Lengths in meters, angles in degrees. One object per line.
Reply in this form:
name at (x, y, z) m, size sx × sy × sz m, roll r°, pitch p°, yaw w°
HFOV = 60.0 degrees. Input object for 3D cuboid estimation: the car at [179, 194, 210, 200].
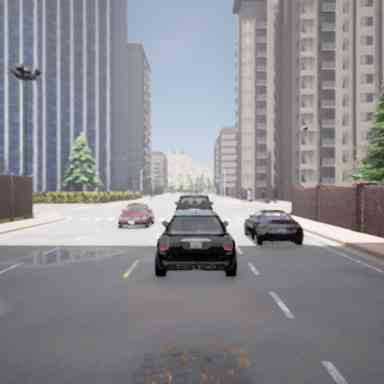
car at (0.123, 1.131, 19.710) m, size 2.150 × 2.045 × 5.566 m, roll 0°, pitch 0°, yaw 0°

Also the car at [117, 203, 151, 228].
car at (-3.476, 1.473, 21.417) m, size 1.812 × 1.442 × 4.674 m, roll 0°, pitch 0°, yaw 0°

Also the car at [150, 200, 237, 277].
car at (0.106, 1.305, 10.254) m, size 2.097 × 1.767 × 4.553 m, roll 0°, pitch 0°, yaw 0°

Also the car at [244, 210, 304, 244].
car at (3.615, 1.493, 15.323) m, size 1.994 × 1.385 × 4.181 m, roll 0°, pitch 0°, yaw 0°
